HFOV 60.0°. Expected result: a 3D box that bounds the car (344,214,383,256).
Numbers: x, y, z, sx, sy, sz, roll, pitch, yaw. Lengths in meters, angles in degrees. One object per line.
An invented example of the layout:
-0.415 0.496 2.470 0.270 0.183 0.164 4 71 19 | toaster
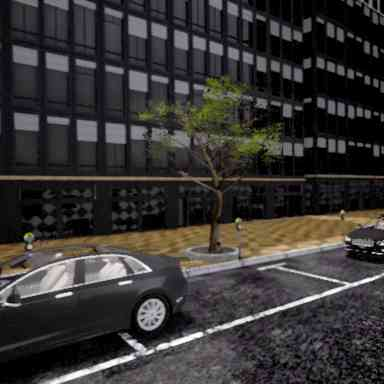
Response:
7.107 1.461 11.715 4.403 1.369 2.008 -1 0 -36 | car

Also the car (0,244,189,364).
-2.109 1.549 5.062 4.403 1.369 2.008 -1 0 -36 | car
